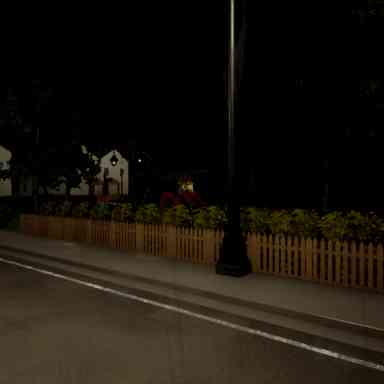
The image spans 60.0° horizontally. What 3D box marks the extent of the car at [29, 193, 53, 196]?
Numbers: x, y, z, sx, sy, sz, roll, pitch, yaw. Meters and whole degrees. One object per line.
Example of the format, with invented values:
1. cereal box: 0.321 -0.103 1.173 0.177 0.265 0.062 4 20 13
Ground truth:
1. car: -24.298 1.221 51.992 2.150 2.045 5.566 0 0 37

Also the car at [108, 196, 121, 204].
1. car: -13.865 1.547 65.659 2.033 1.411 5.357 0 0 38
